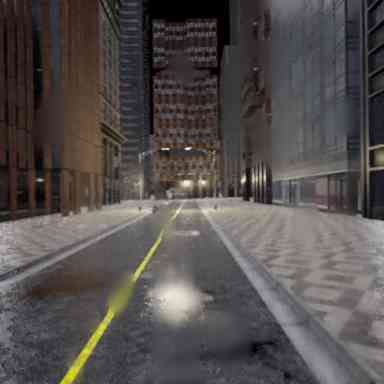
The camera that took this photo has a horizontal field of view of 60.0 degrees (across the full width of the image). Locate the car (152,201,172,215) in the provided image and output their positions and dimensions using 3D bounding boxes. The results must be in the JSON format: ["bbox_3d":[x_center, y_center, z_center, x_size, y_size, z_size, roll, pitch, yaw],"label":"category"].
[{"bbox_3d":[-3.203,1.697,36.341,2.033,1.411,5.357,-1,0,0],"label":"car"}]
